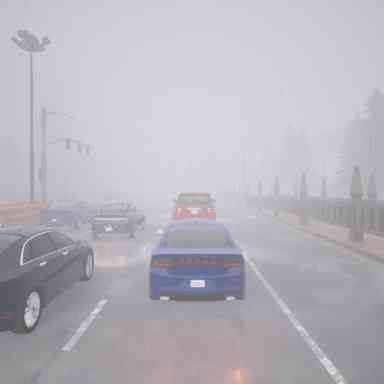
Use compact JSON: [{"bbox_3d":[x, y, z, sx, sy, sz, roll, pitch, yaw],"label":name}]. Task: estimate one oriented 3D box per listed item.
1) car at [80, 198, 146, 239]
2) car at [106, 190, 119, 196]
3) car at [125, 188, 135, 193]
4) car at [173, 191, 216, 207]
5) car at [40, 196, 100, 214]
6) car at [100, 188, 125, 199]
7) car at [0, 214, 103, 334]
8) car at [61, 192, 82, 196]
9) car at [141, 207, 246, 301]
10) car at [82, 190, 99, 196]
[{"bbox_3d":[-3.379,1.279,15.976,2.128,1.511,4.902,0,1,0],"label":"car"},{"bbox_3d":[-20.714,0.250,87.092,2.033,1.411,5.357,0,1,0],"label":"car"},{"bbox_3d":[-13.783,0.214,68.674,2.150,2.045,5.566,0,1,0],"label":"car"},{"bbox_3d":[0.124,0.978,18.059,2.150,2.045,5.566,0,1,0],"label":"car"},{"bbox_3d":[-6.869,1.219,19.059,1.882,1.535,5.008,0,1,0],"label":"car"},{"bbox_3d":[-13.900,0.367,58.352,2.150,2.045,5.566,0,1,0],"label":"car"},{"bbox_3d":[-3.401,1.435,6.603,1.837,1.490,4.892,0,1,0],"label":"car"},{"bbox_3d":[-20.902,0.697,56.609,1.812,1.442,4.674,0,1,1],"label":"car"},{"bbox_3d":[0.101,1.383,8.189,1.882,1.535,5.008,0,1,0],"label":"car"},{"bbox_3d":[-20.793,0.377,66.263,2.097,1.767,4.553,0,1,0],"label":"car"}]
